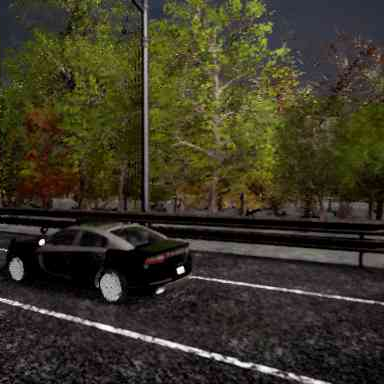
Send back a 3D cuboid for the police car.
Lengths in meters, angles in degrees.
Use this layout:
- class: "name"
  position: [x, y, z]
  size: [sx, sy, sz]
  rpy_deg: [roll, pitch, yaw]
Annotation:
- class: "police car"
  position: [-2.482, 1.408, 8.110]
  size: [5.238, 1.638, 1.930]
  rpy_deg: [0, 0, 29]
